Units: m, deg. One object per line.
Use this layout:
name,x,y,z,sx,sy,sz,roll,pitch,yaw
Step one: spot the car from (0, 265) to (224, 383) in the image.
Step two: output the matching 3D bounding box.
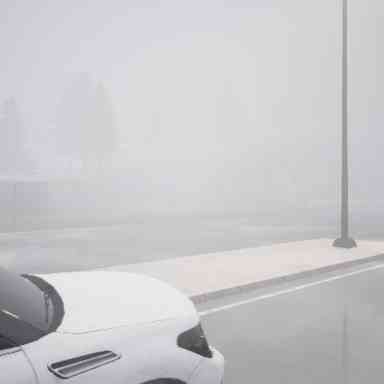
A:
car,-2.374,1.222,2.053,5.566,2.045,2.150,0,0,-36
